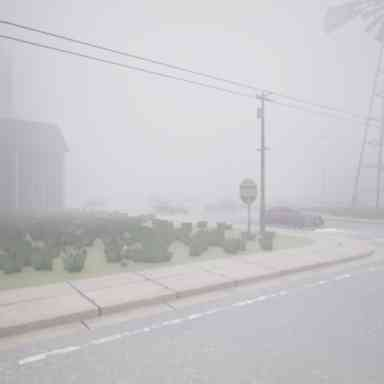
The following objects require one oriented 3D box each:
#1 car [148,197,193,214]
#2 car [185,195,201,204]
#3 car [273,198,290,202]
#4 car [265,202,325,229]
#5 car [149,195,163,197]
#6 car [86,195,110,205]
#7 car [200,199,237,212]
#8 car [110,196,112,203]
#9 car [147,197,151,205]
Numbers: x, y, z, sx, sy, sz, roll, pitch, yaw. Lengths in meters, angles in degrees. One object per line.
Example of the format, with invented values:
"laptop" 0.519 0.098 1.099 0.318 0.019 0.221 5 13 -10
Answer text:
"car" -2.270 1.587 34.146 1.812 1.442 4.674 0 0 -37
"car" -0.241 1.442 66.666 4.605 1.855 1.932 0 0 -36
"car" 13.170 1.654 48.624 3.905 1.438 1.784 0 0 -36
"car" 6.591 1.626 22.142 1.994 1.385 4.181 0 0 -37
"car" -4.927 1.400 50.618 3.866 1.878 1.905 0 0 -36
"car" -14.850 1.627 51.282 1.994 1.385 4.181 0 0 -36
"car" 3.488 1.595 40.069 4.193 1.474 1.816 0 0 -36
"car" -19.213 1.567 70.159 4.611 1.667 2.242 0 0 -36
"car" -3.594 1.638 42.129 1.994 1.385 4.181 0 0 -36
